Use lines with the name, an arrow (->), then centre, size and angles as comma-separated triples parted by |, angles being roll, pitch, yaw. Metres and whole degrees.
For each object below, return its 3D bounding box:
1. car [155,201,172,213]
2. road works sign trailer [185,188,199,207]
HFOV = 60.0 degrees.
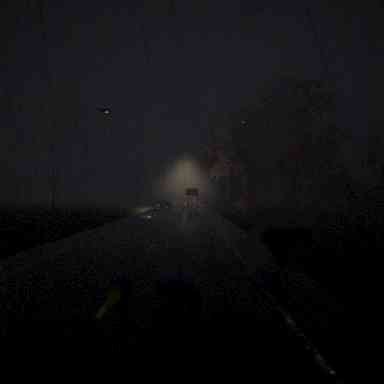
car -> -3.571, 1.909, 42.443 | 1.837, 1.490, 4.892 | 0, -1, 0
road works sign trailer -> 0.034, 1.078, 65.241 | 2.380, 3.560, 2.880 | 0, -1, 0
